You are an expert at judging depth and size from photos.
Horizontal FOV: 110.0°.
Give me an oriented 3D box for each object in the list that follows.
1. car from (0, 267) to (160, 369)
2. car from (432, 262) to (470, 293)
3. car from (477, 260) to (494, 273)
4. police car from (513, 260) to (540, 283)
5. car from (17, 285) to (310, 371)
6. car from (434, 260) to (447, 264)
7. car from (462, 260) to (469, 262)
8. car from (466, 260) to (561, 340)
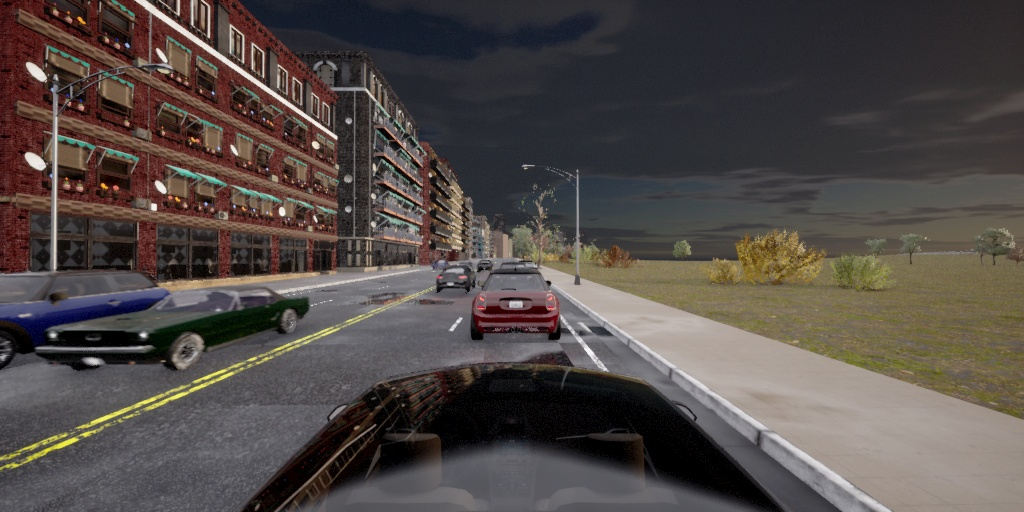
[{"bbox_3d":[-9.861,1.103,7.461,2.097,1.767,4.553,0,0,0],"label":"car"},{"bbox_3d":[-3.179,1.279,20.804,1.812,1.442,4.674,0,0,0],"label":"car"},{"bbox_3d":[-3.212,1.255,44.257,1.837,1.490,4.892,0,-1,0],"label":"car"},{"bbox_3d":[1.096,1.179,29.380,1.930,1.638,5.238,0,0,0],"label":"police car"},{"bbox_3d":[-6.611,1.352,7.864,1.895,1.301,4.718,0,0,0],"label":"car"},{"bbox_3d":[-9.917,1.278,50.291,1.812,1.442,4.674,0,0,0],"label":"car"},{"bbox_3d":[-6.668,1.316,51.261,1.994,1.385,4.181,0,0,0],"label":"car"},{"bbox_3d":[0.080,1.103,10.112,2.097,1.767,4.553,0,0,0],"label":"car"}]
